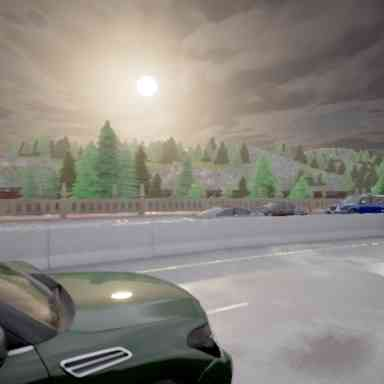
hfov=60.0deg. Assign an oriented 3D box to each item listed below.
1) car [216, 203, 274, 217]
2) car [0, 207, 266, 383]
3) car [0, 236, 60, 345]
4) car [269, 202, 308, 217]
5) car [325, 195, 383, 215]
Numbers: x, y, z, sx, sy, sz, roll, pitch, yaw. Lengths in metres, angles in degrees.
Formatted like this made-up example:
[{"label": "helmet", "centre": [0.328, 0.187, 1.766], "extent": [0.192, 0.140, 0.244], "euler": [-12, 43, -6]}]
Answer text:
[{"label": "car", "centre": [1.571, 1.465, 16.974], "extent": [4.892, 1.490, 1.837], "euler": [0, 0, -28]}, {"label": "car", "centre": [-2.293, 1.204, 2.030], "extent": [5.566, 2.045, 2.150], "euler": [0, 0, -36]}, {"label": "car", "centre": [-4.578, 1.565, 4.705], "extent": [4.718, 1.301, 1.895], "euler": [0, 0, -36]}, {"label": "car", "centre": [6.984, 1.522, 27.421], "extent": [5.357, 1.411, 2.033], "euler": [0, 0, -24]}, {"label": "car", "centre": [13.200, 1.233, 26.144], "extent": [5.566, 2.045, 2.150], "euler": [0, 0, -20]}]
